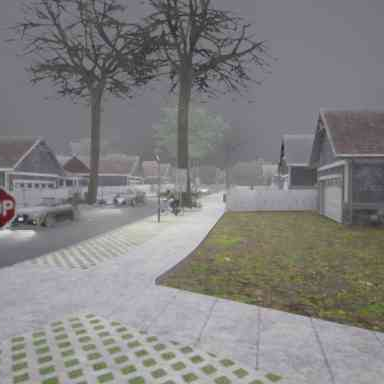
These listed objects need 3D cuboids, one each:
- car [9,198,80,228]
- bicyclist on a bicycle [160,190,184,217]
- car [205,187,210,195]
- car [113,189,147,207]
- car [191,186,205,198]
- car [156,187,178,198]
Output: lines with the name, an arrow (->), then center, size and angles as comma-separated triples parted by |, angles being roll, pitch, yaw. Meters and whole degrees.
car -> -7.718, 1.013, 17.629 | 1.994, 1.385, 4.181 | 1, 3, 10
bicyclist on a bicycle -> -1.277, 0.697, 20.245 | 1.656, 1.620, 0.582 | 1, 2, 10
car -> 1.846, -0.287, 55.308 | 1.895, 1.301, 4.718 | 1, 2, 10
car -> -5.515, 0.453, 29.947 | 2.128, 1.511, 4.902 | 1, 2, 10
car -> 0.164, 0.041, 45.445 | 1.895, 1.301, 4.718 | 1, 2, 10
car -> -3.171, 0.051, 43.056 | 1.994, 1.385, 4.181 | 1, 2, 10
